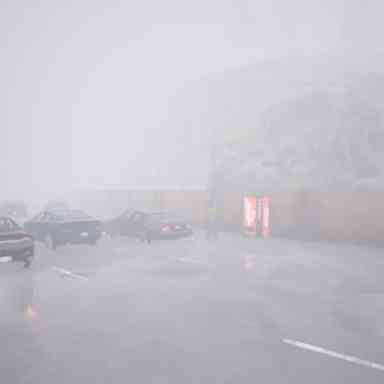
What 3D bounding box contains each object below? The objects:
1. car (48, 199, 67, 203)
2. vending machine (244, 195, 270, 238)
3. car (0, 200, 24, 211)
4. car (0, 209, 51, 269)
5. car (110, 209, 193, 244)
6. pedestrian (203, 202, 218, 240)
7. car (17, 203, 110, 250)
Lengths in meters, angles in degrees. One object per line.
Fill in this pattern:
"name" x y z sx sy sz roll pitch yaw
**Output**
"car" -12.592 1.454 31.018 1.837 1.490 4.892 0 0 -28
"vending machine" 3.309 1.184 16.911 0.880 2.100 1.100 0 0 44
"car" -15.338 1.451 28.749 1.837 1.490 4.892 0 0 -28
"car" -6.397 1.471 10.039 4.902 1.511 2.128 0 0 45
"car" -2.286 1.529 15.696 2.033 1.411 5.357 0 0 -43
"pedestrian" 0.905 1.280 15.521 0.375 1.860 0.375 0 0 45
"car" -5.736 1.455 14.433 1.882 1.535 5.008 0 0 -42
